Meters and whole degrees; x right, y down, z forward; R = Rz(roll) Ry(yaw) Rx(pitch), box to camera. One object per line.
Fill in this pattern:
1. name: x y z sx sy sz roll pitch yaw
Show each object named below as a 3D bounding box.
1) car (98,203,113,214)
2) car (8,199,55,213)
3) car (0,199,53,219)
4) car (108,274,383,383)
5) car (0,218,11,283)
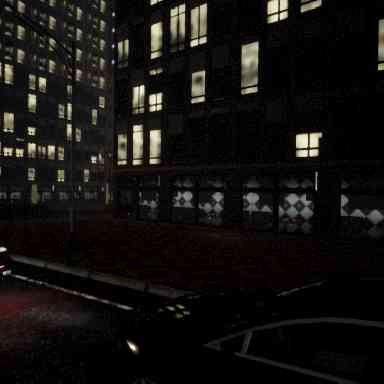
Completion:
1. car: -8.879 1.828 39.777 1.752 1.417 4.829 1 0 36
2. car: -19.175 1.640 39.925 1.752 1.417 4.829 1 0 36
3. car: -15.663 1.517 30.555 2.192 1.841 5.009 1 0 36
4. car: 1.386 1.492 2.692 4.902 1.511 2.128 0 0 35
5. car: -6.367 1.487 8.197 4.902 1.511 2.128 0 0 36
